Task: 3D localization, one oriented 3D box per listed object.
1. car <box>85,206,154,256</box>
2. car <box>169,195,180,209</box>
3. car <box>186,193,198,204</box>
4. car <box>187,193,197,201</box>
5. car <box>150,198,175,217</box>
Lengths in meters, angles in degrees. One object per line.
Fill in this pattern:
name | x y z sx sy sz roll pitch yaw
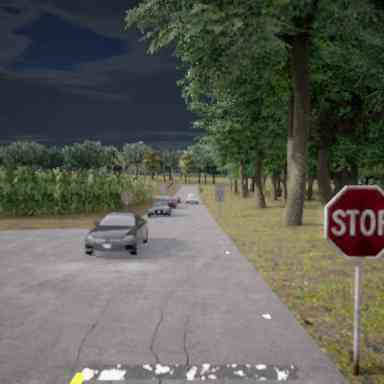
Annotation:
car | -2.857 1.541 13.523 1.812 1.442 4.674 1 1 0
car | -2.908 1.446 42.810 1.895 1.301 4.718 0 1 0
car | 0.019 1.251 54.502 1.895 1.301 4.718 0 1 0
car | -0.048 0.960 67.010 1.812 1.442 4.674 0 1 -2
car | -2.894 1.558 30.930 1.994 1.385 4.181 0 1 0
